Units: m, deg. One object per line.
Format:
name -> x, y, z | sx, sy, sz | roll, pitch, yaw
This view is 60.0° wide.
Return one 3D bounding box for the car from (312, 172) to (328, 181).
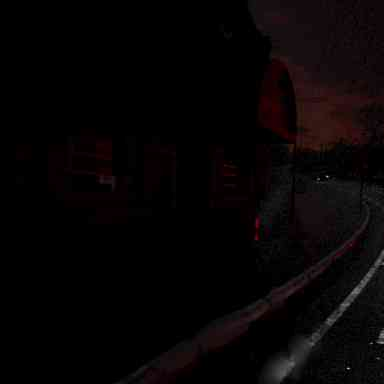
car -> 24.623, -3.002, 63.944 | 2.097, 1.767, 4.553 | 2, 5, 5
